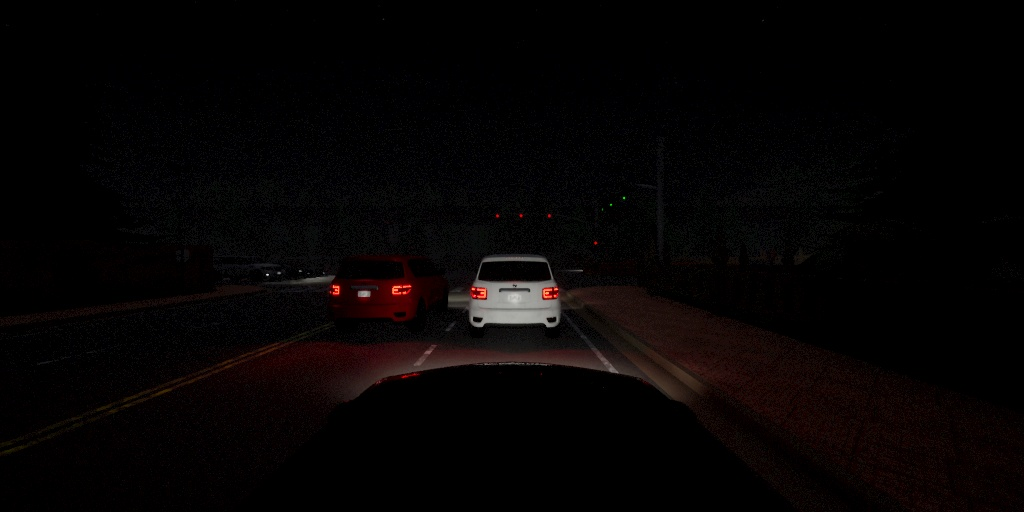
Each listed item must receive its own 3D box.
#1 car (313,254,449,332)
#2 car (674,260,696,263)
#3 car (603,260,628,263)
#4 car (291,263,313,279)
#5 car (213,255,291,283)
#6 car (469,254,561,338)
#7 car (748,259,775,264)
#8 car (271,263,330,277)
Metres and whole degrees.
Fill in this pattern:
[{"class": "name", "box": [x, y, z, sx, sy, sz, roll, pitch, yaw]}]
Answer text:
[{"class": "car", "box": [-3.418, 0.971, 10.994, 2.150, 2.045, 5.566, 0, 0, 0]}, {"class": "car", "box": [23.363, 1.297, 48.985, 5.357, 1.411, 2.033, 0, 0, 0]}, {"class": "car", "box": [13.595, 1.255, 49.047, 4.892, 1.490, 1.837, 0, 0, 0]}, {"class": "car", "box": [-20.268, 1.276, 31.590, 4.674, 1.442, 1.812, 0, 0, 0]}, {"class": "car", "box": [-20.796, 0.971, 27.912, 5.566, 2.045, 2.150, 0, 0, 3]}, {"class": "car", "box": [0.081, 0.971, 10.312, 2.150, 2.045, 5.566, 0, 0, 1]}, {"class": "car", "box": [33.209, 1.221, 48.945, 4.892, 1.490, 1.837, -1, 0, 0]}, {"class": "car", "box": [-20.626, 1.351, 35.085, 4.718, 1.301, 1.895, 0, 0, 0]}]
